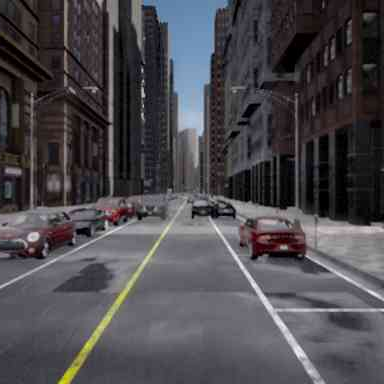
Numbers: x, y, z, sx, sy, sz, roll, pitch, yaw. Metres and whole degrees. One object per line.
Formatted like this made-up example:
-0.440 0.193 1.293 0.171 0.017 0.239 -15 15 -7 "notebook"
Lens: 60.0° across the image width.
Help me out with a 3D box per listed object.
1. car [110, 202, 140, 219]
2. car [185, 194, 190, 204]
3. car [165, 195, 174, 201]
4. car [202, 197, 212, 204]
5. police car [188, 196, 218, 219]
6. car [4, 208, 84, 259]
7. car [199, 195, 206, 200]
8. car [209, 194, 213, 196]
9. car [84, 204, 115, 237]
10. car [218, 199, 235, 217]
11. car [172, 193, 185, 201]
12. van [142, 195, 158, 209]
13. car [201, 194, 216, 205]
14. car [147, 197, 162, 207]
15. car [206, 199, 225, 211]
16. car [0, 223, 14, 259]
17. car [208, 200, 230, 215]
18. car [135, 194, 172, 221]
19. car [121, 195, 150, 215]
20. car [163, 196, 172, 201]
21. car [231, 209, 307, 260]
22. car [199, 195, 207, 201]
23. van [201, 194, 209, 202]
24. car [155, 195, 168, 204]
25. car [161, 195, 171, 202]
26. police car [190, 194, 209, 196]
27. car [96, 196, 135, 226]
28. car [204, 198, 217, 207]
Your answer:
-5.751 1.560 29.048 1.802 1.307 4.206 0 0 0 "car"
0.021 1.532 63.690 1.994 1.385 4.181 0 0 0 "car"
-5.733 1.533 85.065 1.947 1.339 4.313 0 0 0 "car"
2.785 1.550 62.671 1.802 1.307 4.206 0 0 0 "car"
0.868 1.404 29.016 1.930 1.638 5.238 0 0 0 "police car"
-5.756 1.430 12.243 1.967 1.590 4.097 0 0 0 "car"
2.794 1.550 90.681 1.802 1.307 4.206 0 0 0 "car"
2.780 1.411 45.865 1.967 1.590 4.097 0 0 0 "car"
-5.754 1.552 17.845 1.947 1.339 4.313 0 0 0 "car"
2.774 1.544 29.059 1.947 1.339 4.313 0 0 0 "car"
-2.978 0.937 67.916 2.097 1.767 4.553 0 0 0 "car"
-5.745 1.312 45.853 1.690 1.788 3.998 0 0 0 "van"
2.784 1.283 57.068 2.192 1.841 5.009 0 0 0 "car"
-5.743 1.495 51.285 1.752 1.417 4.829 0 0 0 "car"
2.778 1.523 40.262 2.008 1.369 4.403 0 0 0 "car"
-5.758 1.561 6.642 1.947 1.339 4.313 0 0 0 "car"
2.776 1.541 34.660 1.947 1.339 4.313 0 0 0 "car"
-3.091 1.201 27.307 2.150 2.045 5.566 0 0 0 "car"
-5.748 1.290 34.650 2.192 1.841 5.009 0 0 0 "car"
-5.735 1.549 79.463 1.802 1.307 4.206 0 0 0 "car"
2.769 1.535 12.252 1.887 1.381 4.507 0 0 0 "car"
2.792 1.549 85.079 1.802 1.307 4.206 0 0 0 "car"
2.789 1.308 73.875 1.690 1.788 3.998 0 0 0 "van"
-5.740 1.408 62.659 1.967 1.590 4.097 0 0 0 "car"
-5.736 1.407 73.862 1.967 1.590 4.097 0 0 0 "car"
0.914 1.396 45.020 1.930 1.638 5.238 0 0 0 "police car"
-5.752 1.297 23.447 2.192 1.841 5.009 0 0 0 "car"
2.781 1.551 51.466 1.802 1.307 4.206 0 0 0 "car"
